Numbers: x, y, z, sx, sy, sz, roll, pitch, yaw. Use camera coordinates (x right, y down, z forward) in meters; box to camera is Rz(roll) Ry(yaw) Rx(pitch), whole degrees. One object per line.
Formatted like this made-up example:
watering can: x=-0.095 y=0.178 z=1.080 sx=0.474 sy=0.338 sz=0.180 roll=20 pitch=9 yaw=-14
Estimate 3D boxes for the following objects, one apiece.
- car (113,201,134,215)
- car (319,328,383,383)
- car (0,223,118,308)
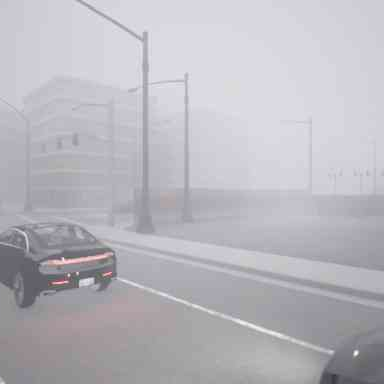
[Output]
car: x=-6.589 y=1.592 z=34.711 sx=4.181 sy=1.385 sz=1.994 roll=0 pitch=0 yaw=-44
car: x=3.167 y=1.504 z=1.605 sx=4.892 sy=1.490 sz=1.837 roll=0 pitch=0 yaw=38
car: x=-3.663 y=1.499 z=8.076 sx=2.128 sy=1.511 sz=4.902 roll=0 pitch=0 yaw=-43
